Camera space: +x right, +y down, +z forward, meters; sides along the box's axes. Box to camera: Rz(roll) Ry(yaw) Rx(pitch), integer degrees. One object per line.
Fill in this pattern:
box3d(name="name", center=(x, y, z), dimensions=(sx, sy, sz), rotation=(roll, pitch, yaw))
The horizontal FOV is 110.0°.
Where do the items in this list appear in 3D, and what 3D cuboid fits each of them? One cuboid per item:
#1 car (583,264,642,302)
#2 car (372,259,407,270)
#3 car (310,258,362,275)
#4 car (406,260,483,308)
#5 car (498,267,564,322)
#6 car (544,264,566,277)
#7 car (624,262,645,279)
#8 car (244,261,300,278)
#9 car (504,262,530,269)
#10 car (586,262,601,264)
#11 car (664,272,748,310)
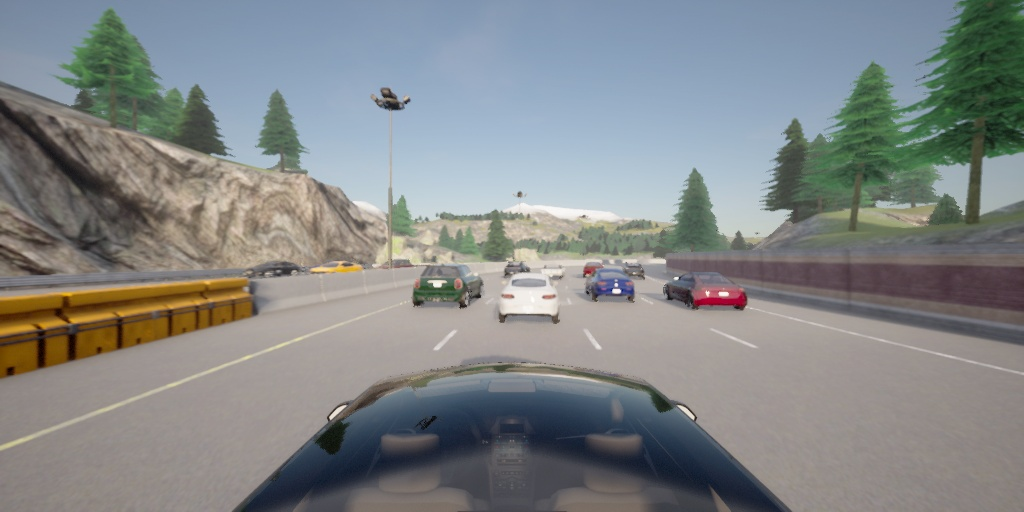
box3d(name="car", center=(4.629, 1.305, 17.282), dimensions=(1.812, 1.442, 4.674), rotation=(0, 0, 6))
box3d(name="car", center=(-10.715, 1.079, 32.588), dimensions=(2.097, 1.767, 4.553), rotation=(0, 0, 12))
box3d(name="car", center=(-14.749, 1.186, 30.265), dimensions=(1.882, 1.535, 5.008), rotation=(0, 0, 11))
box3d(name="car", center=(-2.577, 1.100, 15.460), dimensions=(2.097, 1.767, 4.553), rotation=(0, 0, 6))
box3d(name="car", center=(0.603, 1.285, 12.215), dimensions=(1.812, 1.442, 4.674), rotation=(0, 0, 4))
box3d(name="car", center=(3.851, 1.388, 32.919), dimensions=(1.895, 1.301, 4.718), rotation=(0, 0, 13))
box3d(name="car", center=(11.219, 1.309, 33.480), dimensions=(2.128, 1.511, 4.902), rotation=(0, 0, 14))
box3d(name="car", center=(-21.465, 1.189, 32.339), dimensions=(1.837, 1.490, 4.892), rotation=(0, -1, 11))
box3d(name="car", center=(0.547, 1.266, 34.022), dimensions=(2.128, 1.511, 4.902), rotation=(0, 0, 13))
box3d(name="car", center=(7.897, 1.282, 34.625), dimensions=(1.882, 1.535, 5.008), rotation=(0, 0, 14))
box3d(name="car", center=(7.916, 1.355, 15.056), dimensions=(1.994, 1.385, 4.181), rotation=(0, 0, 6))
